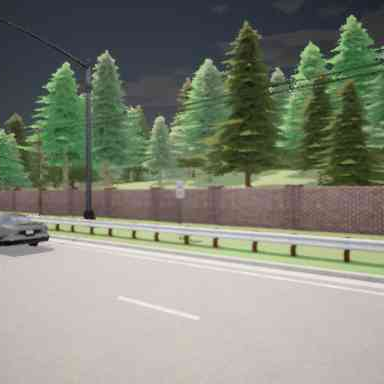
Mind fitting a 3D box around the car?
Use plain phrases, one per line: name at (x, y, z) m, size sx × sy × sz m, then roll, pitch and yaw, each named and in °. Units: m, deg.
car at (-8.249, 1.593, 14.176) m, size 5.357 × 1.411 × 2.033 m, roll 0°, pitch 0°, yaw 36°
